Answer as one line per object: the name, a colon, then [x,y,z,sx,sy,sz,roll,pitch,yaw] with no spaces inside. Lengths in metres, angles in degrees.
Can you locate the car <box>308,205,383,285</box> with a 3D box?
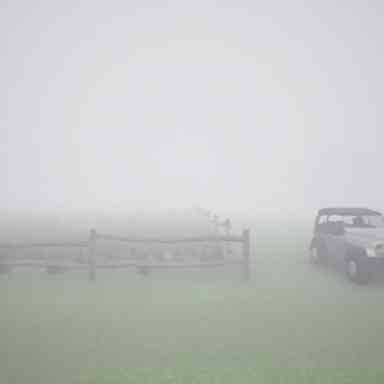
car: [4.877,1.419,9.697,1.905,1.878,3.866,0,-1,-3]

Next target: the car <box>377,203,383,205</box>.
car: [33.398,2.400,56.199,4.605,1.855,1.932,0,-1,-3]
